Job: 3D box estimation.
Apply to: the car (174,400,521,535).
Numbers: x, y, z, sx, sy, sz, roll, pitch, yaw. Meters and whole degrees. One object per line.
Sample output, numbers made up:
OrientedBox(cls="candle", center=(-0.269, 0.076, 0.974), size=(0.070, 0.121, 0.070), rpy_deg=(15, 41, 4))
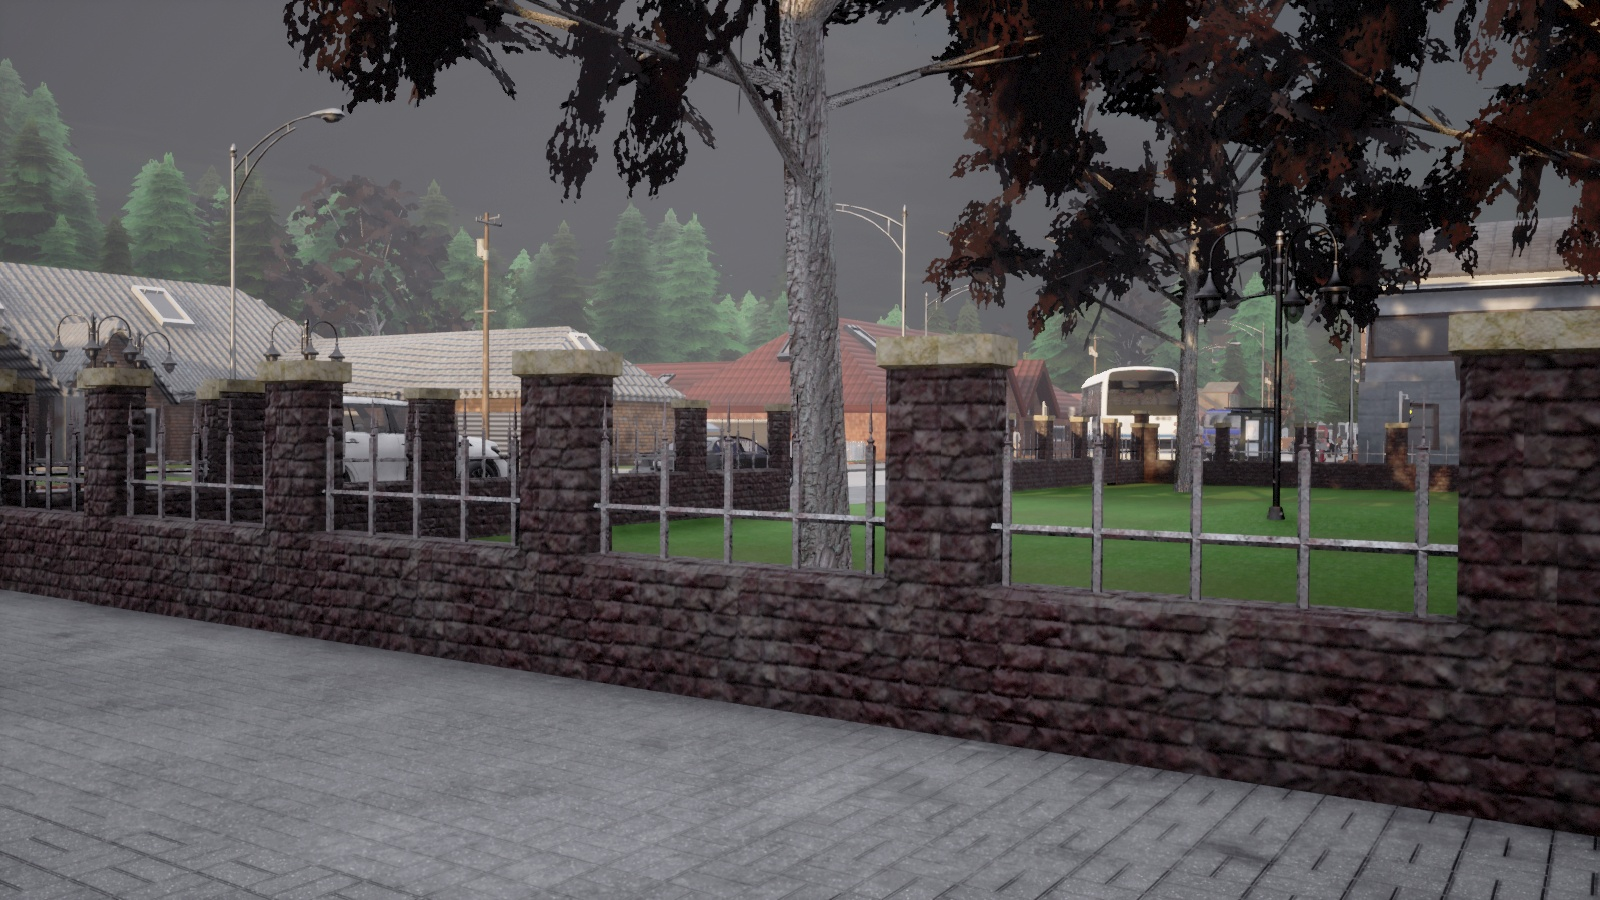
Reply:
OrientedBox(cls="car", center=(-7.683, 0.219, 22.017), size=(2.150, 2.045, 5.566), rpy_deg=(0, 1, 32))

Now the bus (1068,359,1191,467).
OrientedBox(cls="bus", center=(14.291, -1.532, 55.451), size=(3.944, 4.253, 10.273), rpy_deg=(-1, 1, 7))

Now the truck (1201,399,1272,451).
OrientedBox(cls="truck", center=(30.727, -1.733, 88.221), size=(2.891, 3.462, 7.936), rpy_deg=(0, 1, 33))

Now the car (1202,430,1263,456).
OrientedBox(cls="car", center=(24.820, -0.427, 71.897), size=(2.033, 1.411, 5.357), rpy_deg=(0, 1, 33))

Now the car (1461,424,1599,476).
OrientedBox(cls="car", center=(23.066, -0.023, 38.337), size=(5.008, 1.535, 1.882), rpy_deg=(0, 1, 30))

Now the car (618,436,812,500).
OrientedBox(cls="car", center=(-1.944, 0.375, 30.879), size=(2.033, 1.411, 5.357), rpy_deg=(0, 1, 31))
